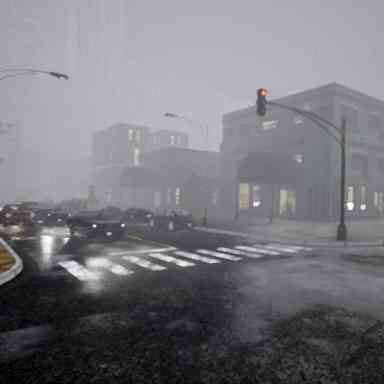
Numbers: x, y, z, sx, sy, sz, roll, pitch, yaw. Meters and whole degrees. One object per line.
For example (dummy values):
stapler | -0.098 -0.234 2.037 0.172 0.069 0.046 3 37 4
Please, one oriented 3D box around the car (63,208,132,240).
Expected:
car | -5.262 1.735 17.994 1.895 1.301 4.718 2 -1 -35

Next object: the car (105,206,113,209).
car | -7.636 1.943 31.807 1.802 1.307 4.206 2 -1 -35

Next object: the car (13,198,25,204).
car | -43.161 2.222 82.853 2.008 1.369 4.403 2 -1 -35

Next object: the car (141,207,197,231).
car | -1.392 1.859 22.797 2.008 1.369 4.403 2 -1 -35

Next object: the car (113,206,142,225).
car | -4.514 1.901 27.303 1.947 1.339 4.313 2 -1 -35

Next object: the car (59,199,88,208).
car | -14.636 1.736 41.842 2.192 1.841 5.009 2 -1 -35

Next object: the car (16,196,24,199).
car | -39.996 1.958 78.295 2.192 1.841 5.009 2 -1 -35

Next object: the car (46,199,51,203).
car | -24.191 1.942 55.479 1.967 1.590 4.097 2 -1 -35

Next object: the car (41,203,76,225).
car | -10.975 1.784 26.244 1.895 1.301 4.718 2 -1 -35

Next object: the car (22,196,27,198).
car | -33.773 2.112 69.305 1.752 1.417 4.829 2 -1 -35

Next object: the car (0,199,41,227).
car | -12.214 1.538 23.258 1.967 1.590 4.097 2 -1 -35

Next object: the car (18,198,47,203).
car | -16.916 1.739 34.841 1.837 1.490 4.892 2 -1 -35

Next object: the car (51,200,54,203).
car | -17.827 1.888 46.384 1.967 1.590 4.097 2 -1 -35
